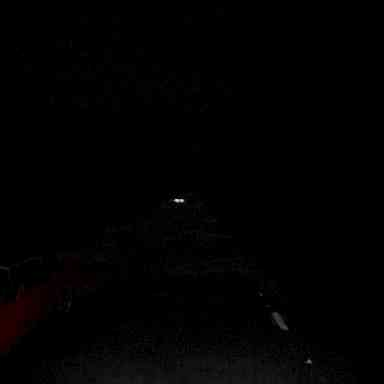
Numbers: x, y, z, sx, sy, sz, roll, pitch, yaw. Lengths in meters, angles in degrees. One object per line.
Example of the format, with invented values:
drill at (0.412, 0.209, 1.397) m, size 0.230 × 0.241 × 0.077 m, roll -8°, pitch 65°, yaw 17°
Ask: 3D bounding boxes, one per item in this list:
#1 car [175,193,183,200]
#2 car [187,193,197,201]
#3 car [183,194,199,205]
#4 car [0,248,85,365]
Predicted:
car at (-3.010, 1.101, 80.570) m, size 2.128 × 1.511 × 4.902 m, roll 0°, pitch 0°, yaw 0°
car at (-0.008, 1.094, 70.532) m, size 1.882 × 1.535 × 5.008 m, roll 0°, pitch 0°, yaw 0°
car at (0.093, 1.252, 51.227) m, size 2.033 × 1.411 × 5.357 m, roll 0°, pitch 0°, yaw 0°
car at (-3.101, 1.570, 4.528) m, size 1.895 × 1.301 × 4.718 m, roll 0°, pitch 0°, yaw 0°
